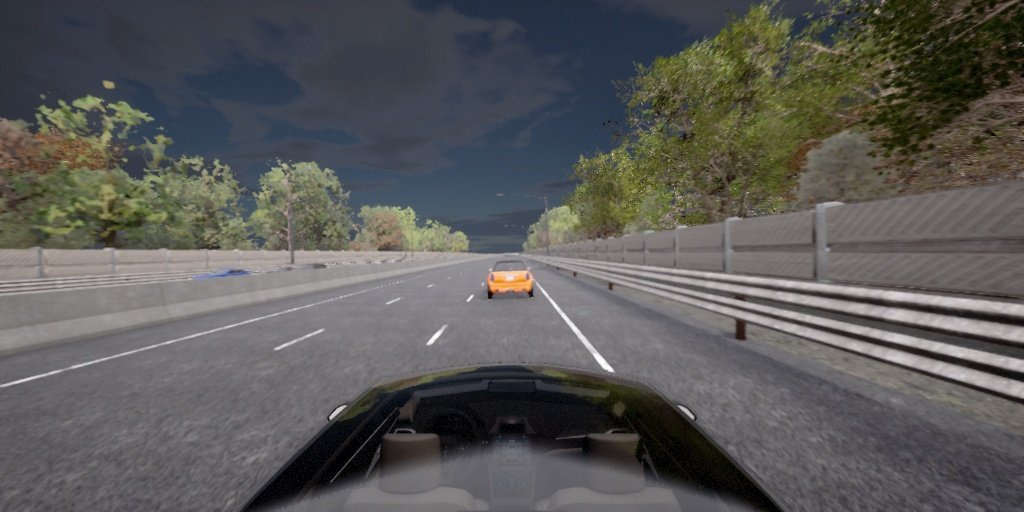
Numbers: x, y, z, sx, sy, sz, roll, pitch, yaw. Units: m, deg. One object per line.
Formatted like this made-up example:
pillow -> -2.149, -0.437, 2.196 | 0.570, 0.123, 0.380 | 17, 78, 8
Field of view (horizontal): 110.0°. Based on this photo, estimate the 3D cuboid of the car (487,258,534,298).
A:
car -> -0.087, 0.954, 17.712 | 2.097, 1.767, 4.553 | -2, 1, 0

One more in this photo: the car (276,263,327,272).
car -> -17.766, 1.443, 31.248 | 2.097, 1.767, 4.553 | -2, 1, 0

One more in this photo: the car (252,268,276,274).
car -> -21.256, 1.761, 33.143 | 1.994, 1.385, 4.181 | -2, 0, 0

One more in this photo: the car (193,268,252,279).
car -> -24.764, 1.816, 30.933 | 1.882, 1.535, 5.008 | -2, 1, 0
